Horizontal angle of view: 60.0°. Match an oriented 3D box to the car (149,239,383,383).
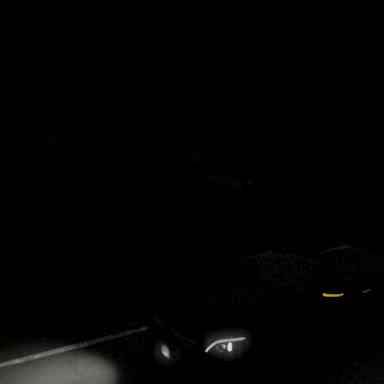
[{"bbox_3d":[1.635,1.507,5.037,4.674,1.442,1.812,0,0,-34],"label":"car"}]
